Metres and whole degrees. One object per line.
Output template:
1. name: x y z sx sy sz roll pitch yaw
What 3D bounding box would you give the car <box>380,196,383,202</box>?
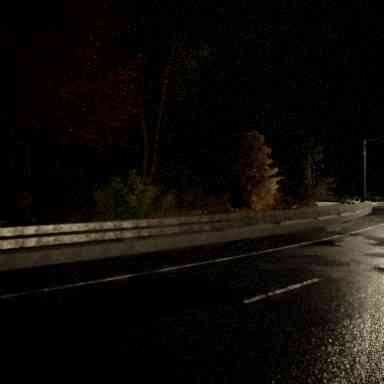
1. car: 42.453 1.518 72.841 1.882 1.535 5.008 0 0 8

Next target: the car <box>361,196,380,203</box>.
1. car: 39.010 1.582 73.469 1.812 1.442 4.674 0 0 8
